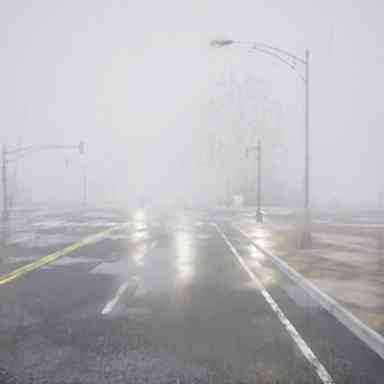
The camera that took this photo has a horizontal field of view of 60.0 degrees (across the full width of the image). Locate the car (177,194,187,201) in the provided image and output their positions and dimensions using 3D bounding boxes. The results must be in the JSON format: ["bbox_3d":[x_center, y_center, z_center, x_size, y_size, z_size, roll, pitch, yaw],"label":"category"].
[{"bbox_3d":[-2.659,1.585,82.779,1.812,1.442,4.674,0,0,1],"label":"car"}]

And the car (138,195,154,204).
[{"bbox_3d":[-9.446,1.418,66.364,2.097,1.767,4.553,0,0,1],"label":"car"}]

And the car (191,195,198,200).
[{"bbox_3d":[0.763,1.513,92.757,1.994,1.385,4.181,0,0,1],"label":"car"}]

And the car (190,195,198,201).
[{"bbox_3d":[0.590,1.613,82.689,1.994,1.385,4.181,0,0,1],"label":"car"}]

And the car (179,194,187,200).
[{"bbox_3d":[-2.487,1.314,92.782,2.097,1.767,4.553,0,0,1],"label":"car"}]

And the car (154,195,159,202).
[{"bbox_3d":[-9.177,1.583,81.800,1.812,1.442,4.674,0,0,1],"label":"car"}]
